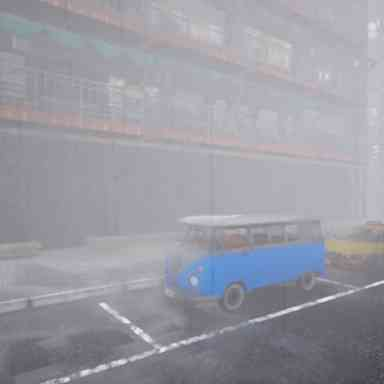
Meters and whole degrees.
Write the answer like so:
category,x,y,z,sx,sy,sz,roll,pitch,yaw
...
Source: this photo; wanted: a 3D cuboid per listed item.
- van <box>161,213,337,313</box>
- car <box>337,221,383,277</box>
category,x,y,z,sx,sy,sz,roll,pitch,yaw
van,1.295,1.391,7.480,3.998,1.788,1.690,1,0,-35
car,5.652,1.627,10.588,4.829,1.417,1.752,1,0,-35
